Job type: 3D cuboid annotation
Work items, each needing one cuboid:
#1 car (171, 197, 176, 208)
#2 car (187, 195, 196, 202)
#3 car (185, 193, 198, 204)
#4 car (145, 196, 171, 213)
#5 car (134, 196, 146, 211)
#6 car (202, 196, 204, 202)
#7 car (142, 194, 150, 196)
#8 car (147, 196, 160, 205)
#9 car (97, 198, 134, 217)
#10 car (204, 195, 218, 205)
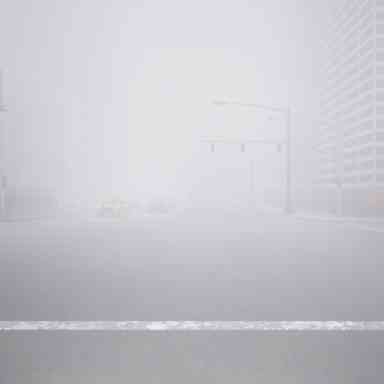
[{"bbox_3d":[-3.653,1.526,47.067,1.812,1.442,4.674,0,0,0],"label":"car"},{"bbox_3d":[-0.115,1.382,74.562,1.994,1.385,4.181,0,0,0],"label":"car"},{"bbox_3d":[-0.099,1.221,63.891,2.150,2.045,5.566,0,0,0],"label":"car"},{"bbox_3d":[-3.641,1.507,36.260,1.837,1.490,4.892,0,-1,0],"label":"car"},{"bbox_3d":[-7.156,1.548,41.728,2.033,1.411,5.357,0,0,0],"label":"car"},{"bbox_3d":[3.388,1.355,74.712,2.097,1.767,4.553,0,0,0],"label":"car"},{"bbox_3d":[-7.168,1.526,52.200,1.812,1.442,4.674,0,0,0],"label":"car"},{"bbox_3d":[-7.154,1.505,62.265,1.837,1.490,4.892,0,0,0],"label":"car"},{"bbox_3d":[-7.307,1.351,31.221,2.097,1.767,4.553,0,0,3],"label":"car"},{"bbox_3d":[3.510,1.526,57.975,1.812,1.442,4.674,0,0,0],"label":"car"}]
